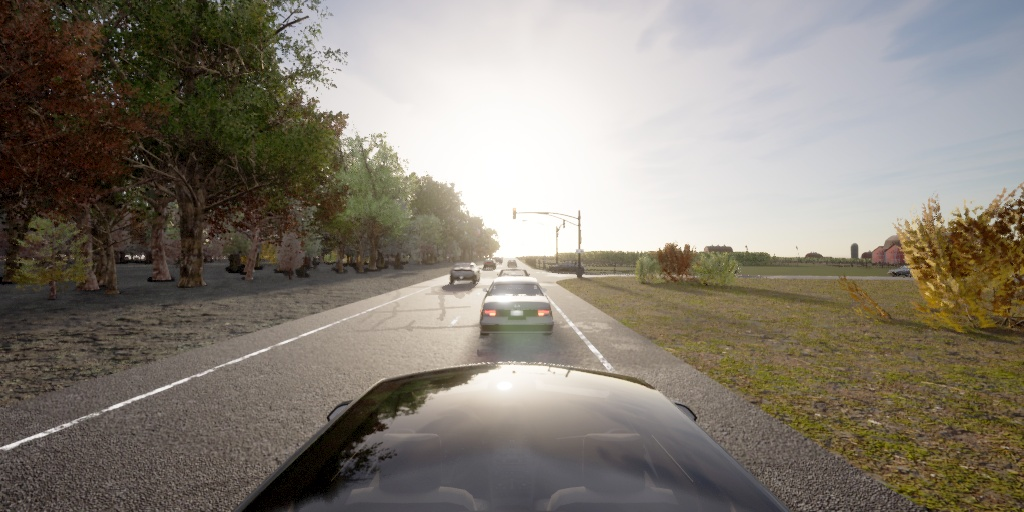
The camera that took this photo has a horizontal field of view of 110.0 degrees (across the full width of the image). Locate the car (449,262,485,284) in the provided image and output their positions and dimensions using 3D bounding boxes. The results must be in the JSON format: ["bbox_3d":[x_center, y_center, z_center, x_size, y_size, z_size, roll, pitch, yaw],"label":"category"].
[{"bbox_3d":[-3.425,1.247,26.707,2.128,1.511,4.902,0,0,0],"label":"car"}]

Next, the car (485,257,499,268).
[{"bbox_3d":[-3.453,1.261,56.872,1.837,1.490,4.892,0,0,0],"label":"car"}]

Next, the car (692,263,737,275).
[{"bbox_3d":[23.971,1.561,42.621,4.902,1.511,2.128,1,-1,0],"label":"car"}]

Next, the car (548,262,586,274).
[{"bbox_3d":[6.836,1.436,44.482,4.674,1.442,1.812,0,0,24],"label":"car"}]

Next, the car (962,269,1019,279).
[{"bbox_3d":[51.384,1.910,38.888,4.718,1.301,1.895,1,-1,1],"label":"car"}]

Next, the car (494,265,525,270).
[{"bbox_3d":[0.081,1.355,20.034,1.895,1.301,4.718,0,0,0],"label":"car"}]

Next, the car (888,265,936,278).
[{"bbox_3d":[47.587,1.834,42.490,4.892,1.490,1.837,1,-1,1],"label":"car"}]

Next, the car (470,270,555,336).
[{"bbox_3d":[0.087,1.300,10.384,2.033,1.411,5.357,0,0,0],"label":"car"}]
